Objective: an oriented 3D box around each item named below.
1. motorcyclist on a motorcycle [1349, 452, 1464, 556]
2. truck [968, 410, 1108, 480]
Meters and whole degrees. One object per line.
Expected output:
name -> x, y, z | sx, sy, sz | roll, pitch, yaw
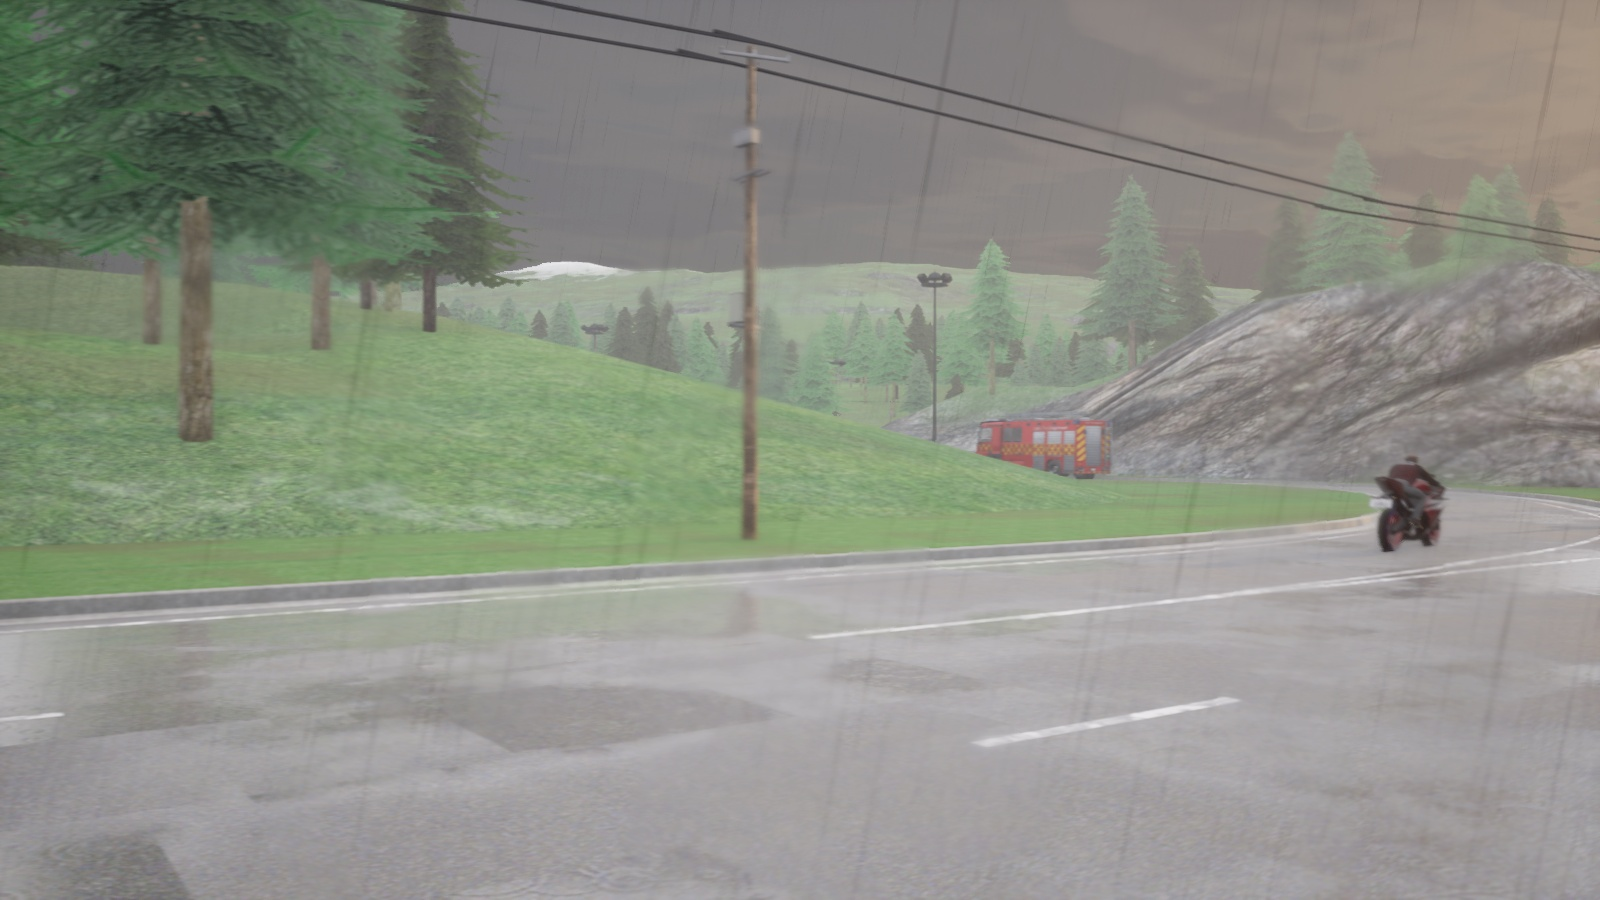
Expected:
motorcyclist on a motorcycle -> 9.547, 0.807, 19.717 | 2.191, 1.530, 0.866 | 0, 0, -43
truck -> 13.657, -0.272, 72.963 | 2.891, 3.827, 8.468 | 0, 0, -34
